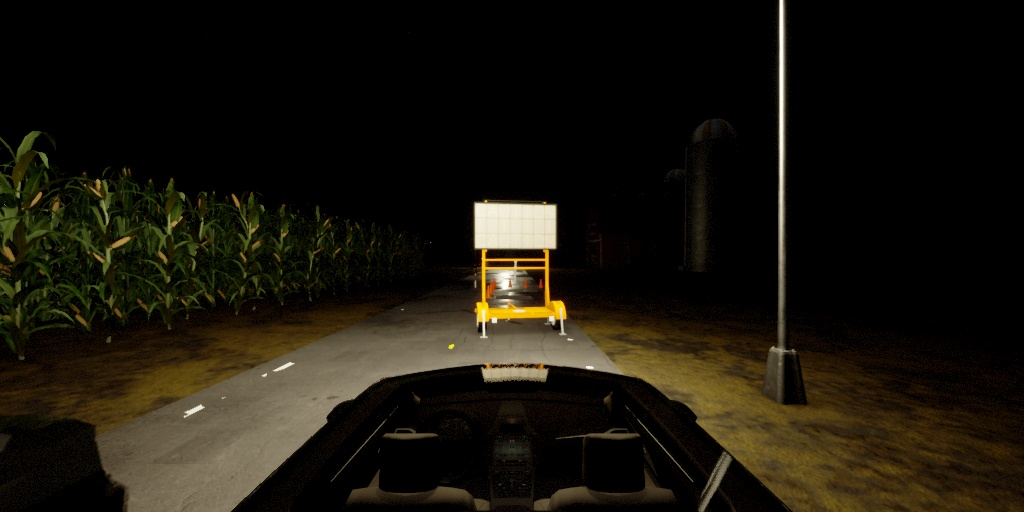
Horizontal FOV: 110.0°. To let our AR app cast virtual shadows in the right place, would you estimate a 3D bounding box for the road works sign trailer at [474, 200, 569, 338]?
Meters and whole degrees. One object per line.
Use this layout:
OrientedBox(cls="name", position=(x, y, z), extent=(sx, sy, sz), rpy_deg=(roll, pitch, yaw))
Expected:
OrientedBox(cls="road works sign trailer", position=(0.079, 0.221, 10.305), extent=(2.380, 3.560, 2.880), rpy_deg=(0, 0, -9))
